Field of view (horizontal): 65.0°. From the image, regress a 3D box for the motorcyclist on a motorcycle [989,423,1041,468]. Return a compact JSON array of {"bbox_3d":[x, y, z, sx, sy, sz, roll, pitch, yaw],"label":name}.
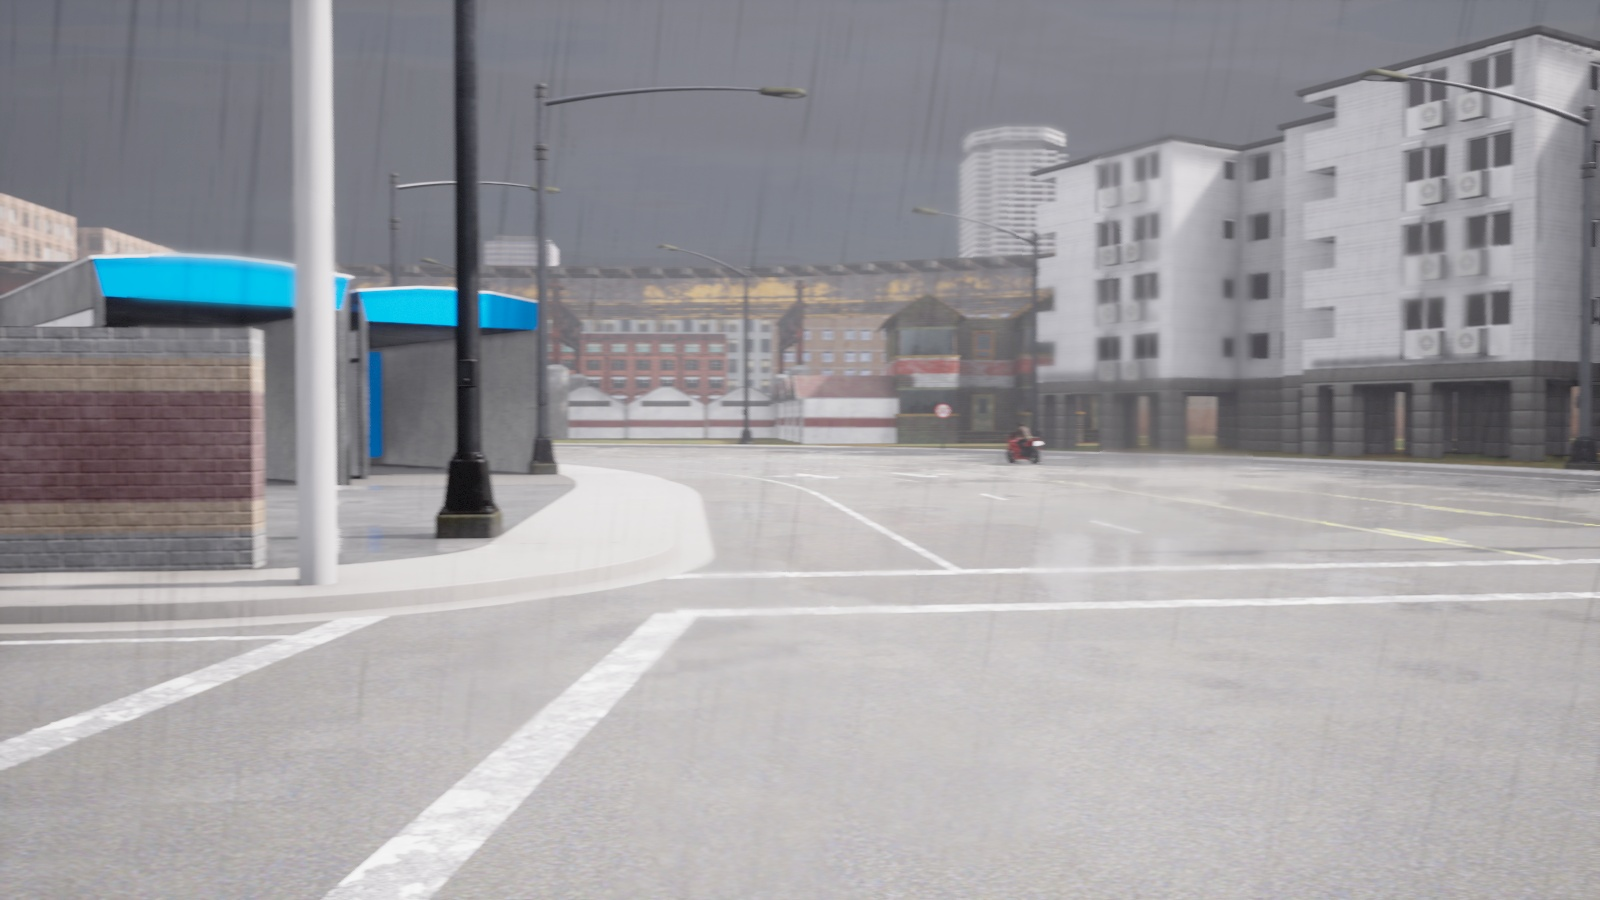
[{"bbox_3d":[7.597,-0.184,44.462,0.797,1.523,2.044,-1,2,-25],"label":"motorcyclist on a motorcycle"}]
